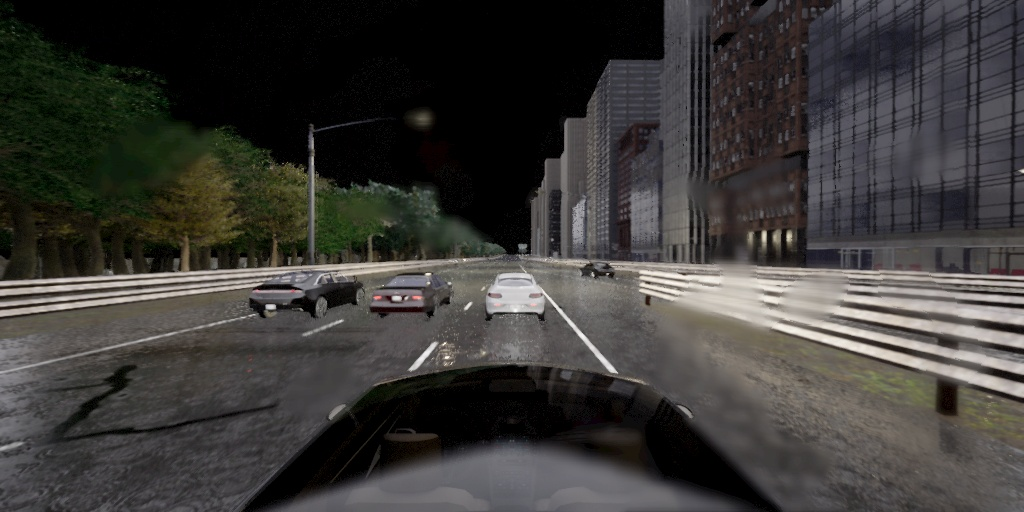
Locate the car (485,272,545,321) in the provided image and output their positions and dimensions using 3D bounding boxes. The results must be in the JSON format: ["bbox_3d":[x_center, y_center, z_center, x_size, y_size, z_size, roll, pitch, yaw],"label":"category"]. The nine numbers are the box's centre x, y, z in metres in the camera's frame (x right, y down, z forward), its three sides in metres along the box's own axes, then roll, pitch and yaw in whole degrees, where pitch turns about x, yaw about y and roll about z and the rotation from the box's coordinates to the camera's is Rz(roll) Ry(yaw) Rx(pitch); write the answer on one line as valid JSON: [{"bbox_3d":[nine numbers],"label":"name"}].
[{"bbox_3d":[0.100,1.279,12.397,1.812,1.442,4.674,0,0,0],"label":"car"}]

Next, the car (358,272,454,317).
[{"bbox_3d":[-3.403,1.301,13.113,2.033,1.411,5.357,0,0,0],"label":"car"}]

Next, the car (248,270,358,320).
[{"bbox_3d":[-6.898,1.245,12.680,2.128,1.511,4.902,0,0,0],"label":"car"}]

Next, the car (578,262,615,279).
[{"bbox_3d":[7.625,1.305,32.672,1.837,1.490,4.892,0,0,-11],"label":"car"}]
